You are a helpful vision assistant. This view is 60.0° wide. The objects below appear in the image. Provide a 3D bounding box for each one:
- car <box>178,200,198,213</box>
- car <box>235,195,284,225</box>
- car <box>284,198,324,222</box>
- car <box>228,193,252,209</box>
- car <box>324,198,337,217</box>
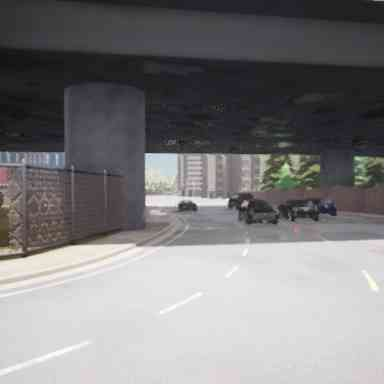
[{"bbox_3d":[-0.578,1.599,38.850,2.033,1.411,5.357,-1,0,-9],"label":"car"},{"bbox_3d":[4.677,1.339,23.899,2.097,1.767,4.553,-1,0,-2],"label":"car"},{"bbox_3d":[8.212,1.311,26.330,2.097,1.767,4.553,-1,0,-3],"label":"car"},{"bbox_3d":[6.167,1.212,42.216,2.150,2.045,5.566,-1,-1,-9],"label":"car"},{"bbox_3d":[11.295,1.288,30.625,2.097,1.767,4.553,-1,0,-6],"label":"car"}]
